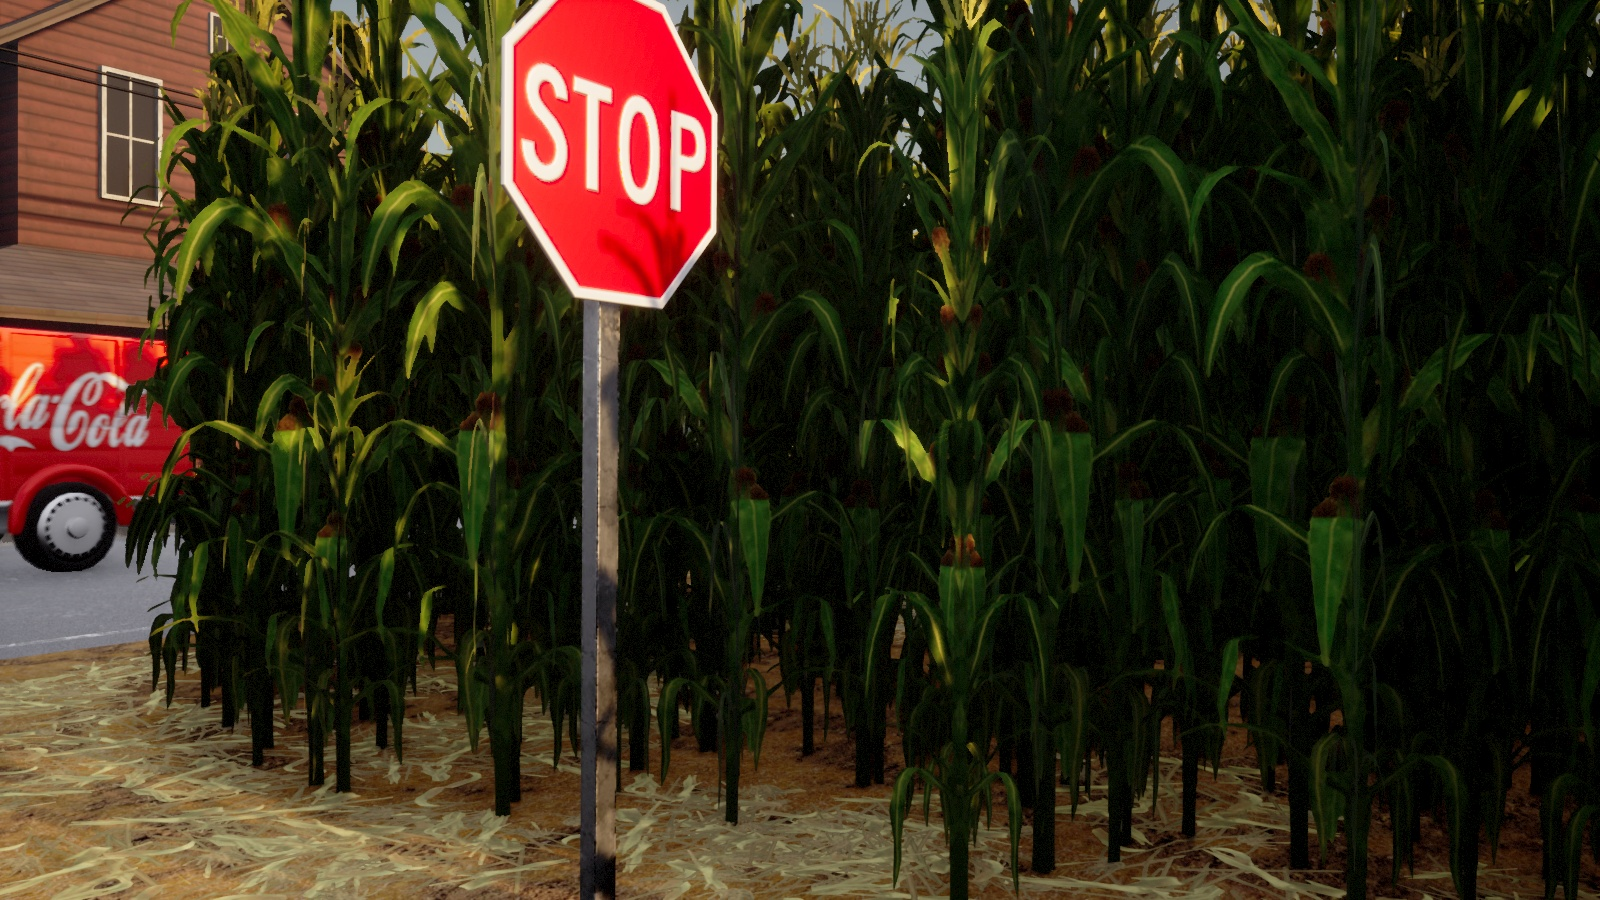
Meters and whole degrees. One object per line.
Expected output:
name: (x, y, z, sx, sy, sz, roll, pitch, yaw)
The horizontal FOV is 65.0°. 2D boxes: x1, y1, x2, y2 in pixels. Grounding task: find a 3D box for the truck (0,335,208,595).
truck: (-8.984, 0.160, 12.220, 2.627, 2.467, 5.204, -1, 1, 31)
